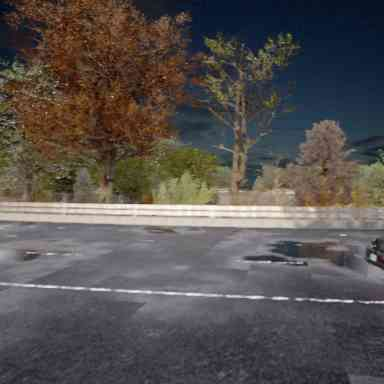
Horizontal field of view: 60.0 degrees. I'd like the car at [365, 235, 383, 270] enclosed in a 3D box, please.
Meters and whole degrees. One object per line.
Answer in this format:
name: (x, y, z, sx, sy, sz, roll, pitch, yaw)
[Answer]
car: (6.904, 1.514, 8.302, 4.674, 1.442, 1.812, 0, 0, 4)
